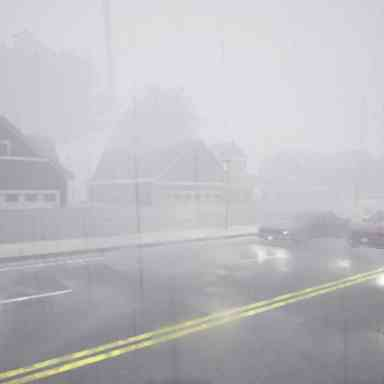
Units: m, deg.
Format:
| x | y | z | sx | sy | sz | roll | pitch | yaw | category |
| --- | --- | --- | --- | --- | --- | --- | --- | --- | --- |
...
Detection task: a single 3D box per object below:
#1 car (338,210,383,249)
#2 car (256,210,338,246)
| x | y | z | sx | sy | sz | roll | pitch | yaw | category |
| --- | --- | --- | --- | --- | --- | --- | --- | --- | --- |
| 8.346 | 1.480 | 13.628 | 5.008 | 1.535 | 1.882 | 0 | 0 | -35 | car |
| 5.453 | 1.550 | 15.561 | 5.357 | 1.411 | 2.033 | 0 | 0 | -36 | car |
